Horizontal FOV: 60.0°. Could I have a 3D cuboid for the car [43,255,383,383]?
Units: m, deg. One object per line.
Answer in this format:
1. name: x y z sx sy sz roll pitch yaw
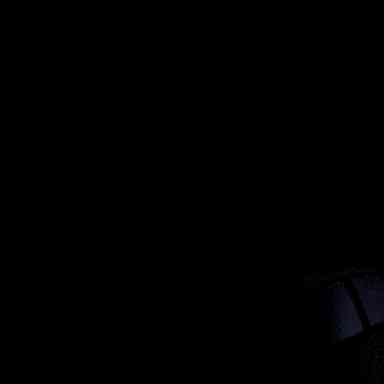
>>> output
1. car: 1.172 1.546 3.893 5.357 1.411 2.033 0 0 -35
